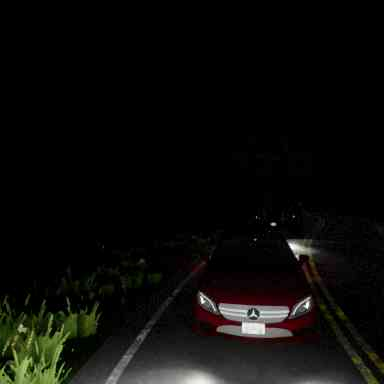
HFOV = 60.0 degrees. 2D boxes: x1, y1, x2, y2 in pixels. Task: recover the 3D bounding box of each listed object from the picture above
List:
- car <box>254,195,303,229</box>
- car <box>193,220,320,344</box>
[{"bbox_3d":[4.999,1.214,18.833,2.150,2.045,5.566,-2,-1,22],"label":"car"},{"bbox_3d":[1.229,1.534,6.661,1.812,1.442,4.674,-1,0,11],"label":"car"}]
